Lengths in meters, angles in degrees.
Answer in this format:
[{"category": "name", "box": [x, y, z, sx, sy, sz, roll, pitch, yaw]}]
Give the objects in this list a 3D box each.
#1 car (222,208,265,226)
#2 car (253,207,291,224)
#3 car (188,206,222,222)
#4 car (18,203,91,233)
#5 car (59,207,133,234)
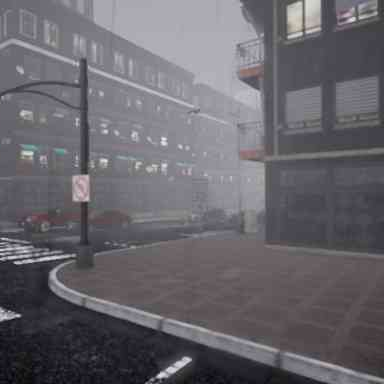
[{"category": "car", "box": [4.465, 2.091, 27.054, 1.802, 1.307, 4.206, -2, -2, 35]}, {"category": "car", "box": [7.721, 2.164, 31.714, 2.008, 1.369, 4.403, -2, -2, 35]}, {"category": "car", "box": [1.467, 2.097, 32.791, 2.128, 1.511, 4.902, 0, -1, 35]}, {"category": "car", "box": [-8.926, 1.675, 22.477, 2.192, 1.841, 5.009, -2, -2, 35]}, {"category": "car", "box": [-6.016, 1.892, 22.099, 1.812, 1.442, 4.674, -1, -1, 36]}]
